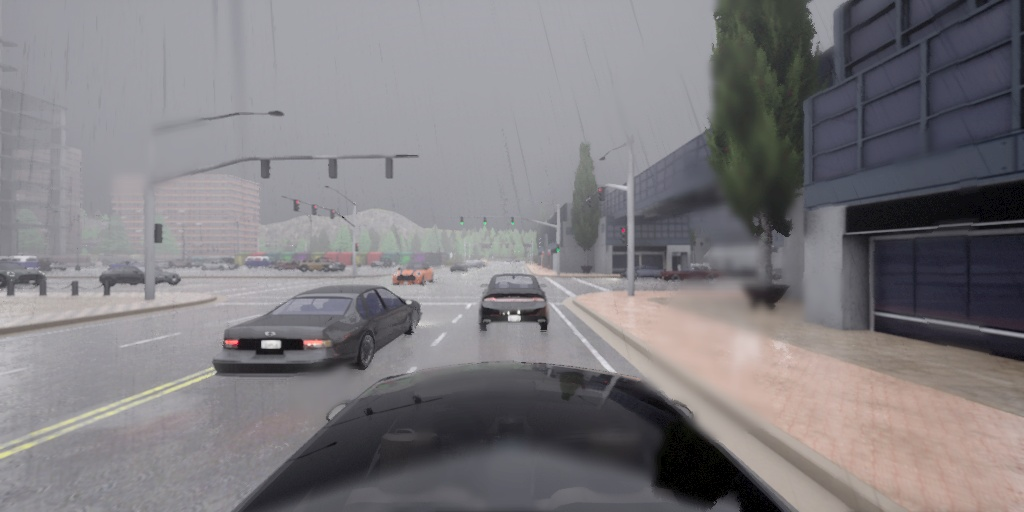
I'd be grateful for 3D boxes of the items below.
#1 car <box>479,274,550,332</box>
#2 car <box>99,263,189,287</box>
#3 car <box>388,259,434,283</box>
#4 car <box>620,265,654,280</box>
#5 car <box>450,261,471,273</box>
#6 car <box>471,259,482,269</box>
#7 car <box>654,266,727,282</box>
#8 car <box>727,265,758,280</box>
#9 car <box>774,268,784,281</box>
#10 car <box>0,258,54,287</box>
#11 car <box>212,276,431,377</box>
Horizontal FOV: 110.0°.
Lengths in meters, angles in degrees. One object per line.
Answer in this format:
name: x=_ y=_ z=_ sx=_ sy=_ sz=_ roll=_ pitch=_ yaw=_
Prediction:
car: x=0.051 y=1.294 z=11.081 sx=2.128 sy=1.511 sz=4.902 roll=0 pitch=0 yaw=0
car: x=-26.067 y=1.404 z=25.176 sx=4.674 sy=1.442 sz=1.812 roll=0 pitch=0 yaw=-1
car: x=-7.160 y=1.237 z=26.367 sx=2.097 sy=1.767 sz=4.553 roll=0 pitch=0 yaw=-1
car: x=12.227 y=1.486 z=33.212 sx=4.181 sy=1.385 sz=1.994 roll=0 pitch=0 yaw=0
car: x=-7.261 y=1.611 z=49.297 sx=1.895 sy=1.301 sz=4.718 roll=0 pitch=0 yaw=1
car: x=-6.893 y=1.616 z=63.950 sx=1.812 sy=1.442 sz=4.674 roll=0 pitch=0 yaw=2
car: x=14.721 y=1.504 z=29.707 sx=4.718 sy=1.301 sz=1.895 roll=0 pitch=0 yaw=0
car: x=20.988 y=1.523 z=33.193 sx=4.718 sy=1.301 sz=1.895 roll=0 pitch=0 yaw=0
car: x=24.050 y=1.395 z=29.684 sx=4.902 sy=1.511 sz=2.128 roll=0 pitch=0 yaw=0
car: x=-35.889 y=1.230 z=25.135 sx=4.553 sy=1.767 sz=2.097 roll=0 pitch=0 yaw=0
car: x=-3.446 y=1.330 z=7.670 sx=2.033 sy=1.411 sz=5.357 roll=0 pitch=0 yaw=0
